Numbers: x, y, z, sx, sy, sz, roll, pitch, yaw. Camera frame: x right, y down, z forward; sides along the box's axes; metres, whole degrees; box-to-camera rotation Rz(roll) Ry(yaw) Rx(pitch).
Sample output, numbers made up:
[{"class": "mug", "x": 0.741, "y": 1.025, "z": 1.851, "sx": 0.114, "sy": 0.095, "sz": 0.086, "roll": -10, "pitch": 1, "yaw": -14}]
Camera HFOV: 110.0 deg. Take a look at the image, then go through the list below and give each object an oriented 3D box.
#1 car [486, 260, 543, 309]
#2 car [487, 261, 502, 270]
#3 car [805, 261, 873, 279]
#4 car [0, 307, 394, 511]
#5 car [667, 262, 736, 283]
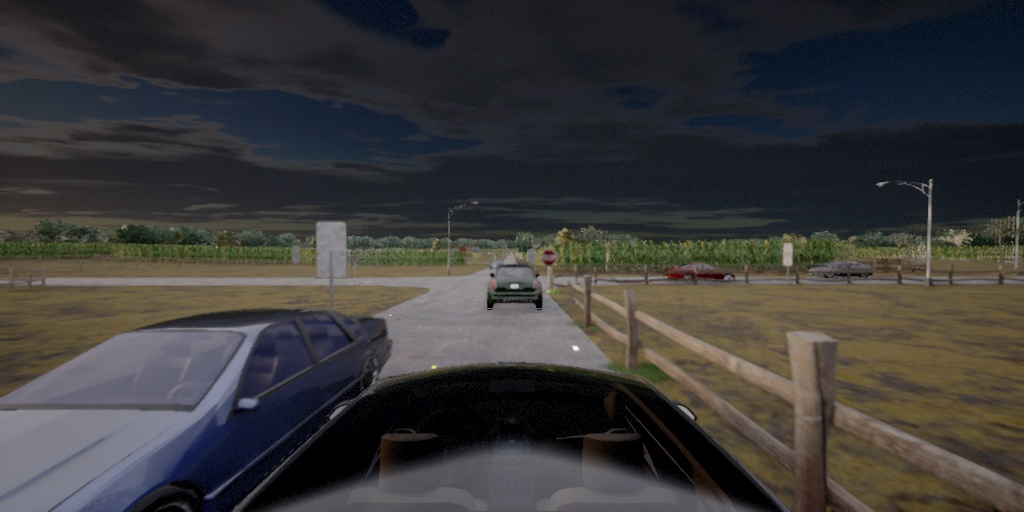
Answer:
[{"class": "car", "x": 0.109, "y": 1.098, "z": 15.009, "sx": 2.097, "sy": 1.767, "sz": 4.553, "roll": 0, "pitch": 0, "yaw": 0}, {"class": "car", "x": -2.797, "y": 1.512, "z": 59.141, "sx": 2.128, "sy": 1.511, "sz": 4.902, "roll": 0, "pitch": 0, "yaw": 1}, {"class": "car", "x": 28.529, "y": 1.197, "z": 31.365, "sx": 4.902, "sy": 1.511, "sz": 2.128, "roll": 0, "pitch": 1, "yaw": 0}, {"class": "car", "x": -2.844, "y": 1.295, "z": 3.603, "sx": 2.033, "sy": 1.411, "sz": 5.357, "roll": 0, "pitch": 0, "yaw": 0}, {"class": "car", "x": 15.032, "y": 1.271, "z": 28.478, "sx": 5.008, "sy": 1.535, "sz": 1.882, "roll": 0, "pitch": 1, "yaw": 1}]
